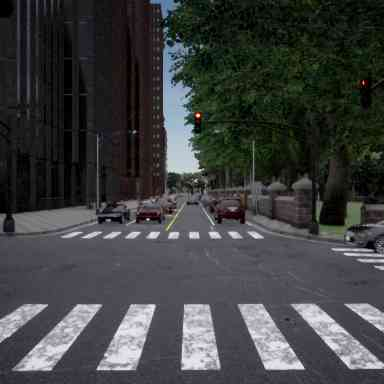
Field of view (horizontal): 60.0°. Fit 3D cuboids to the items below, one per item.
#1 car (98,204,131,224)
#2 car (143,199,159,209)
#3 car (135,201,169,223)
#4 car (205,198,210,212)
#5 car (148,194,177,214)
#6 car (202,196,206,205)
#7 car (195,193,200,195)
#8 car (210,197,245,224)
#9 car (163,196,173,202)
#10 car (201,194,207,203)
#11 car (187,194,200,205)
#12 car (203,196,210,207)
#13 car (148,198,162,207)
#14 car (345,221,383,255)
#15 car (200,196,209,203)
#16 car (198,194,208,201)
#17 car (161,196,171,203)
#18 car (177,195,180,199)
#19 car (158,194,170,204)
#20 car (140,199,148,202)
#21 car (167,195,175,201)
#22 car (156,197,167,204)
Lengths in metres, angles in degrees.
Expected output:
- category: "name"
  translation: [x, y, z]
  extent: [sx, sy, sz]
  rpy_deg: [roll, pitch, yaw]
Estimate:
- category: "car"
  translation: [-5.752, 1.576, 25.050]
  extent: [1.947, 1.339, 4.313]
  rpy_deg: [0, 0, 0]
- category: "car"
  translation: [-5.743, 1.616, 46.877]
  extent: [1.802, 1.307, 4.206]
  rpy_deg: [0, 0, 0]
- category: "car"
  translation: [-3.089, 1.612, 25.495]
  extent: [1.895, 1.301, 4.718]
  rpy_deg: [0, 0, 0]
- category: "car"
  translation: [2.778, 1.588, 35.968]
  extent: [1.947, 1.339, 4.313]
  rpy_deg: [0, 0, 0]
- category: "car"
  translation: [-3.083, 1.373, 35.488]
  extent: [2.097, 1.767, 4.553]
  rpy_deg: [0, 0, 1]
- category: "car"
  translation: [2.782, 1.585, 46.881]
  extent: [2.008, 1.369, 4.403]
  rpy_deg: [0, 0, 0]
- category: "car"
  translation: [0.124, 1.412, 69.363]
  extent: [2.097, 1.767, 4.553]
  rpy_deg: [0, 0, 0]
- category: "car"
  translation: [2.773, 1.325, 25.056]
  extent: [2.192, 1.841, 5.009]
  rpy_deg: [0, 0, 0]
- category: "car"
  translation: [-5.729, 1.619, 79.620]
  extent: [1.887, 1.381, 4.507]
  rpy_deg: [0, 0, 0]
- category: "car"
  translation: [2.785, 1.480, 52.338]
  extent: [1.967, 1.590, 4.097]
  rpy_deg: [0, 0, 0]
- category: "car"
  translation: [0.121, 1.612, 59.182]
  extent: [1.994, 1.385, 4.181]
  rpy_deg: [0, 0, 1]
- category: "car"
  translation: [2.780, 1.579, 41.424]
  extent: [2.008, 1.369, 4.403]
  rpy_deg: [0, 0, 0]
- category: "car"
  translation: [-5.741, 1.622, 52.335]
  extent: [1.802, 1.307, 4.206]
  rpy_deg: [0, 0, 0]
- category: "car"
  translation: [8.885, 1.699, 13.538]
  extent: [4.902, 1.511, 2.128]
  rpy_deg: [1, 0, 4]
- category: "car"
  translation: [2.794, 1.592, 74.334]
  extent: [1.752, 1.417, 4.829]
  rpy_deg: [0, 0, 0]
- category: "car"
  translation: [2.798, 1.399, 85.077]
  extent: [2.192, 1.841, 5.009]
  rpy_deg: [0, 0, 0]
- category: "car"
  translation: [-5.732, 1.611, 74.163]
  extent: [1.887, 1.381, 4.507]
  rpy_deg: [0, 0, 0]
- category: "car"
  translation: [-3.071, 1.538, 45.721]
  extent: [1.837, 1.490, 4.892]
  rpy_deg: [0, 0, 0]
- category: "car"
  translation: [-5.734, 1.374, 68.706]
  extent: [2.192, 1.841, 5.009]
  rpy_deg: [0, 0, 0]
- category: "car"
  translation: [-5.745, 1.579, 41.420]
  extent: [2.008, 1.369, 4.403]
  rpy_deg: [0, 0, 0]
- category: "car"
  translation: [-5.725, 1.533, 90.534]
  extent: [1.967, 1.590, 4.097]
  rpy_deg: [0, 0, 0]
- category: "car"
  translation: [-5.736, 1.634, 63.249]
  extent: [1.802, 1.307, 4.206]
  rpy_deg: [0, 0, 0]
